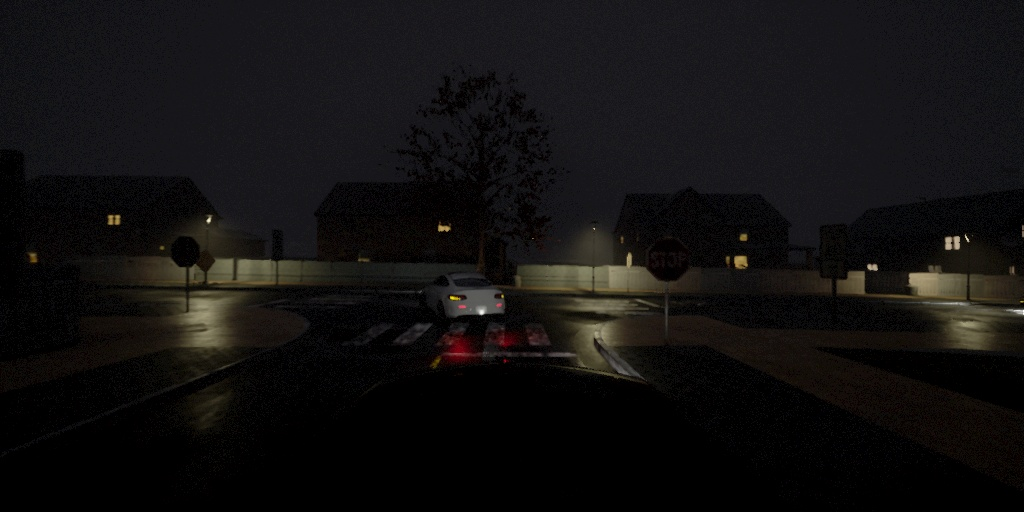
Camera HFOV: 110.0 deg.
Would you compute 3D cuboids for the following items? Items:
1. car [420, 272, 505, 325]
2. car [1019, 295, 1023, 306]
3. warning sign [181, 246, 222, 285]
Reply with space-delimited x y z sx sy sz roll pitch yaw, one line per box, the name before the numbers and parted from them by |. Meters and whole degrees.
car | -1.705 1.240 11.686 1.812 1.442 4.674 1 0 -23
car | 27.040 1.974 16.922 4.181 1.385 1.994 1 0 -1
warning sign | -15.993 0.557 18.697 1.060 1.860 1.300 0 0 -1
